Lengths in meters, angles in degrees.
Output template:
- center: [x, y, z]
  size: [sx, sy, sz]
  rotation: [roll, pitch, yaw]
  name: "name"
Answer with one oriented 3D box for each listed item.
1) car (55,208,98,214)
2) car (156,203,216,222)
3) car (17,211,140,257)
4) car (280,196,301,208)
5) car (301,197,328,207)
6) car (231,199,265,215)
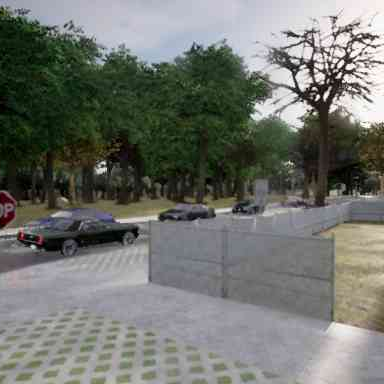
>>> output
- center: [-5.907, 1.529, 16.549]
  size: [1.812, 1.442, 4.674]
  rotation: [2, 1, 36]
  name: "car"
- center: [-0.230, 1.528, 24.449]
  size: [2.033, 1.411, 5.357]
  rotation: [2, 2, 36]
  name: "car"
- center: [-4.358, 1.678, 13.666]
  size: [1.895, 1.301, 4.718]
  rotation: [2, 1, 36]
  name: "car"
- center: [12.903, 1.203, 42.585]
  size: [1.812, 1.442, 4.674]
  rotation: [2, 2, 36]
  name: "car"
- center: [15.528, 1.309, 41.365]
  size: [1.994, 1.385, 4.181]
  rotation: [2, 2, 36]
  name: "car"
- center: [5.521, 1.436, 32.442]
  size: [1.994, 1.385, 4.181]
  rotation: [2, 2, 35]
  name: "car"
